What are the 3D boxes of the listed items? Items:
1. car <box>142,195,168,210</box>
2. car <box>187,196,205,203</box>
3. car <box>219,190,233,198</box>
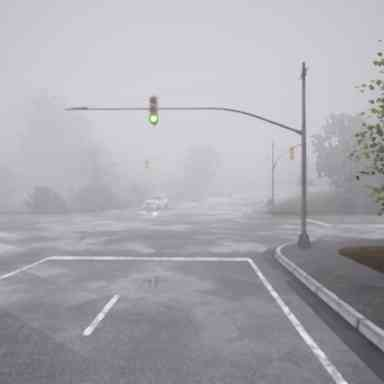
[{"bbox_3d":[-5.024,1.426,46.421,2.150,2.045,5.566,0,2,15],"label":"car"},{"bbox_3d":[0.769,1.349,62.265,1.895,1.301,4.718,0,2,24],"label":"car"},{"bbox_3d":[7.733,0.450,75.744,1.837,1.490,4.892,0,3,30],"label":"car"}]
